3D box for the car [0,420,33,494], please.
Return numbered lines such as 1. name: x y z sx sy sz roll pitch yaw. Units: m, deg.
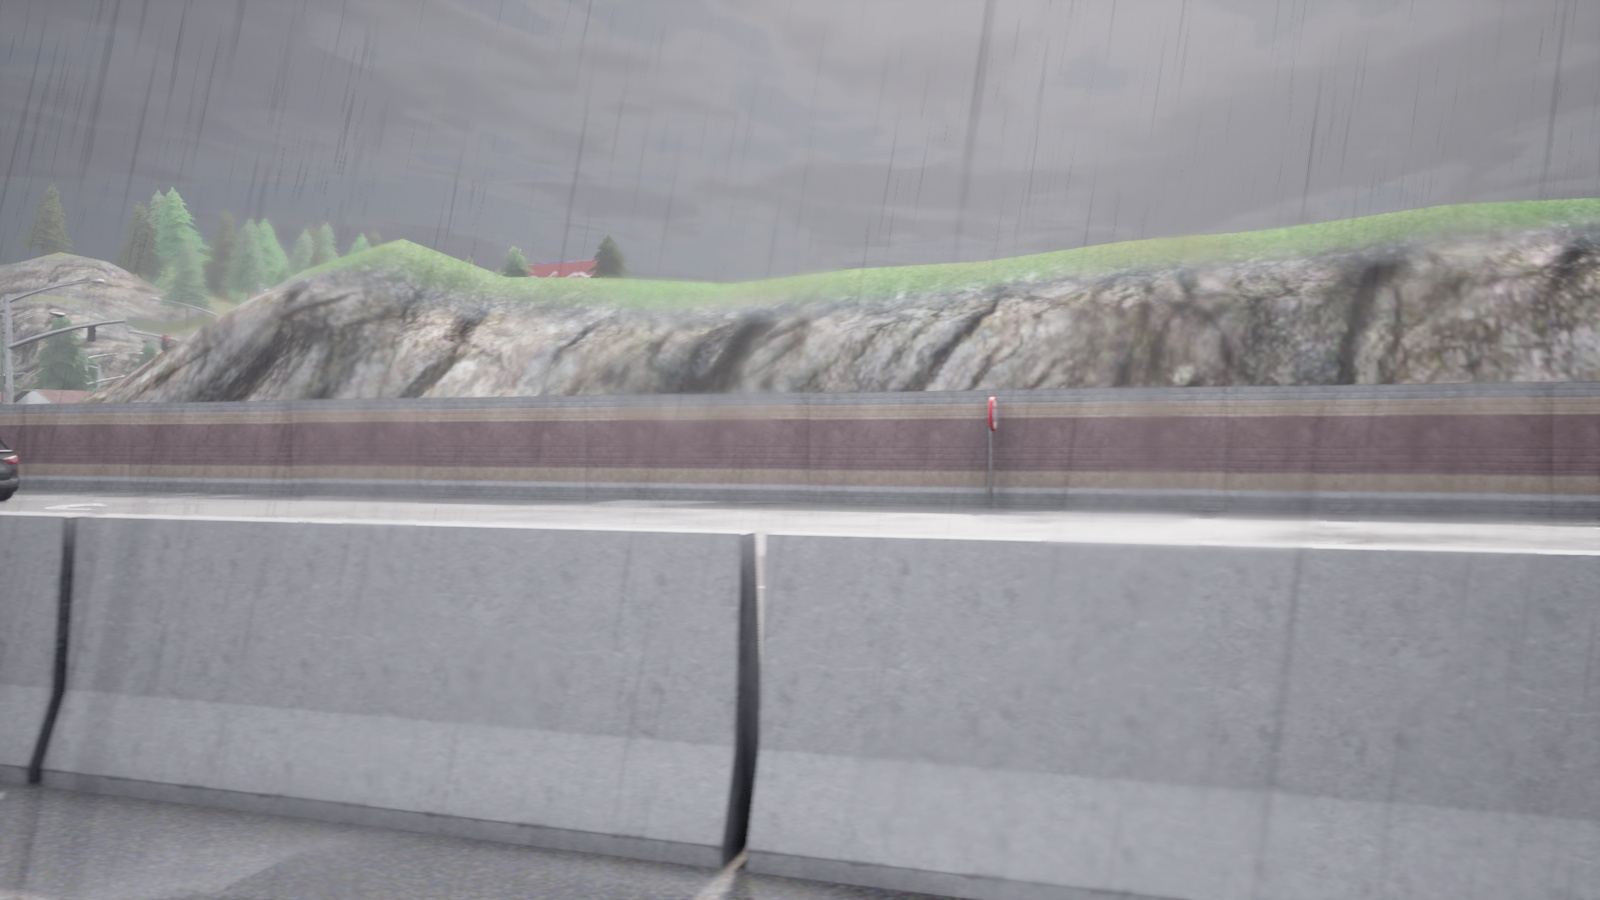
1. car: -20.119 0.140 28.427 4.611 1.667 2.242 1 1 18
